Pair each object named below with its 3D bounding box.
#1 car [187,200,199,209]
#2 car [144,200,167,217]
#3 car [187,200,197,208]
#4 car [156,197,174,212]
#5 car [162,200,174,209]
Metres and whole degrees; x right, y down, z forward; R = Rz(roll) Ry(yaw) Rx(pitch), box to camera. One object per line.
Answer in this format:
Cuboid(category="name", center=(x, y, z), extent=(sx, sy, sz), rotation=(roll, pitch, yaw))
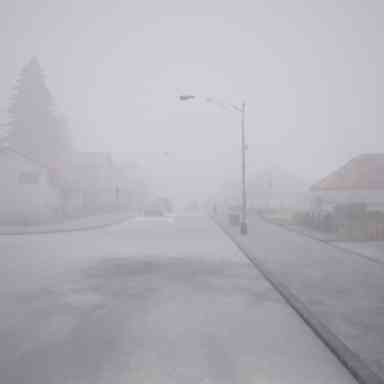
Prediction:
Cuboid(category="car", center=(0.114, 2.114, 57.368), extent=(1.882, 1.535, 5.008), rotation=(0, -1, 0))
Cuboid(category="car", center=(-4.091, 1.911, 36.603), extent=(1.837, 1.490, 4.892), rotation=(0, -1, 0))
Cuboid(category="car", center=(0.019, 2.530, 71.297), extent=(2.128, 1.511, 4.902), rotation=(0, -1, 0))
Cuboid(category="car", center=(-4.087, 1.739, 46.655), extent=(2.150, 2.045, 5.566), rotation=(0, -1, 0))
Cuboid(category="car", center=(-4.050, 2.158, 56.996), extent=(1.812, 1.442, 4.674), rotation=(0, -1, 0))
